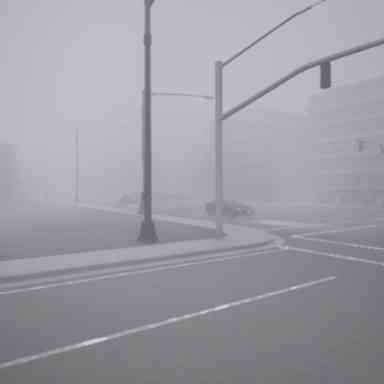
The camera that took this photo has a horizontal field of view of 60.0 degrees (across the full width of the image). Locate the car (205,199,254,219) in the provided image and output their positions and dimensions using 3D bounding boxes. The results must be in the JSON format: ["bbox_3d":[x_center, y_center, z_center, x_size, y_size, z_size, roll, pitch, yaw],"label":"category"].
[{"bbox_3d":[3.060,1.314,27.751,2.128,1.511,4.902,0,1,-34],"label":"car"}]

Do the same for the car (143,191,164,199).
[{"bbox_3d":[-8.104,0.572,69.072,2.033,1.411,5.357,0,1,-34],"label":"car"}]

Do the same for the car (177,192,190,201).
[{"bbox_3d":[-2.221,0.782,60.465,2.128,1.511,4.902,0,1,-34],"label":"car"}]

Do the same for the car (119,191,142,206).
[{"bbox_3d":[-8.175,1.026,44.204,1.812,1.442,4.674,0,1,-34],"label":"car"}]

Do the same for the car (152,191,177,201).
[{"bbox_3d":[-5.110,0.776,58.490,1.882,1.535,5.008,0,1,-34],"label":"car"}]
